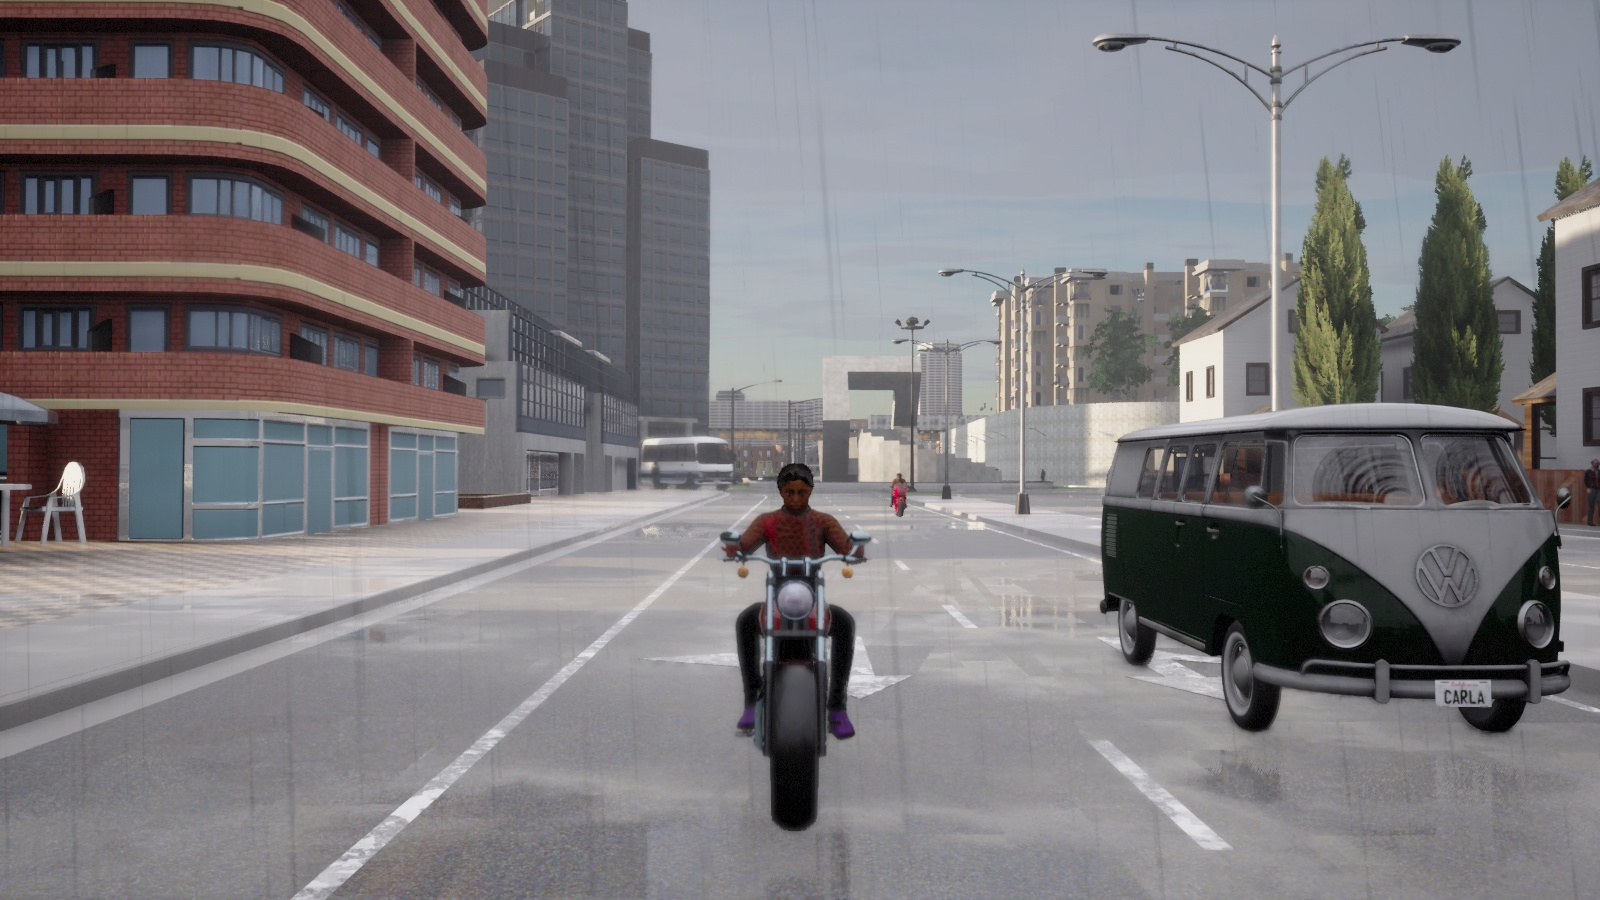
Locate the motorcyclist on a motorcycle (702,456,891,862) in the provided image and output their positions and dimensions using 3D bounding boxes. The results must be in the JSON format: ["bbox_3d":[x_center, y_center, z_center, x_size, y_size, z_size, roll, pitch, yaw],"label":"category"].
[{"bbox_3d":[-0.018,0.870,6.304,0.766,1.649,2.350,0,-1,0],"label":"motorcyclist on a motorcycle"}]

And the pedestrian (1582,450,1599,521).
[{"bbox_3d":[21.074,0.941,33.176,0.376,1.854,0.720,0,-1,0],"label":"pedestrian"}]

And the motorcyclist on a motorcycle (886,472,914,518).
[{"bbox_3d":[3.385,1.497,42.619,0.797,1.523,2.044,0,-1,0],"label":"motorcyclist on a motorcycle"}]

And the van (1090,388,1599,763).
[{"bbox_3d":[3.474,0.701,8.916,1.775,1.987,4.442,0,-1,0],"label":"van"}]
